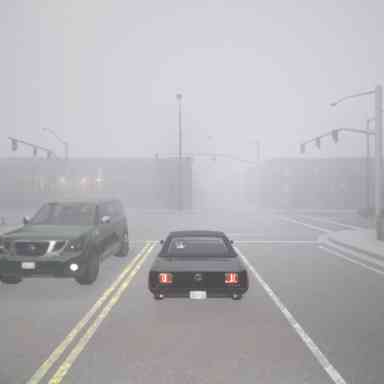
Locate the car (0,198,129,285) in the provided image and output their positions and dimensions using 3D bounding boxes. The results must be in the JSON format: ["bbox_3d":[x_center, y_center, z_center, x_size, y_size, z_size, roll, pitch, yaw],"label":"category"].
[{"bbox_3d":[-3.401,1.221,9.890,2.150,2.045,5.566,0,0,2],"label":"car"}]

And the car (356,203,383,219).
[{"bbox_3d":[16.895,1.601,28.735,4.718,1.301,1.895,0,0,0],"label":"car"}]

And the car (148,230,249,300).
[{"bbox_3d":[0.122,1.601,8.321,1.895,1.301,4.718,0,0,0],"label":"car"}]
